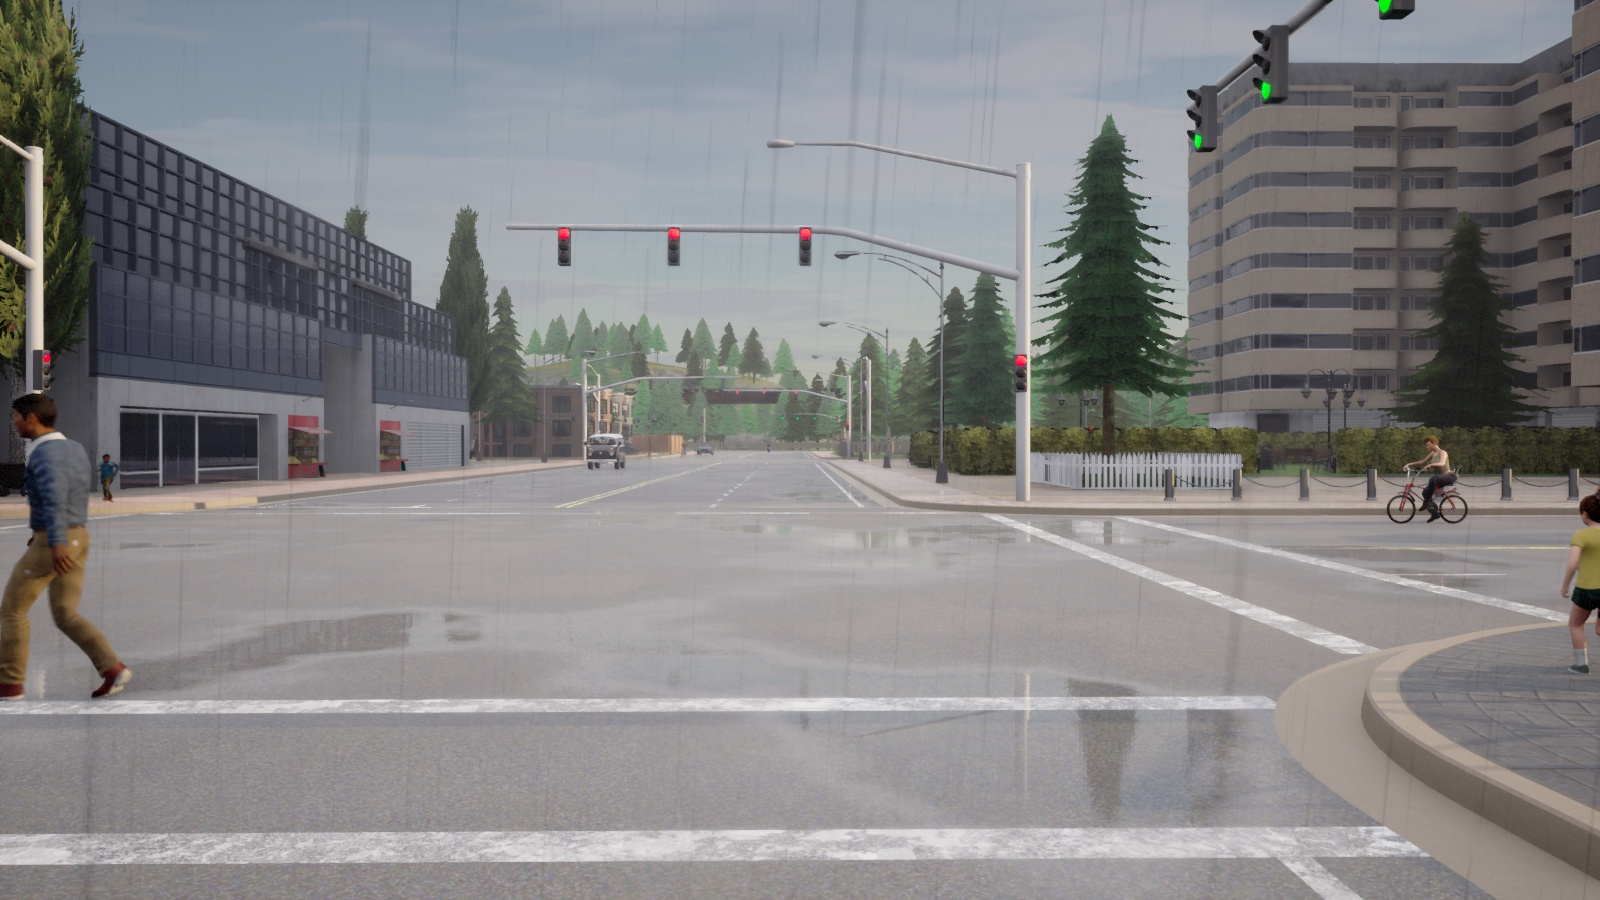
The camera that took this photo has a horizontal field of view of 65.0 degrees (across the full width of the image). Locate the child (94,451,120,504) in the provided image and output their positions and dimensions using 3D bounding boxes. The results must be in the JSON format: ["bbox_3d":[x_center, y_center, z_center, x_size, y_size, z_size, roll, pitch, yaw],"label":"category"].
[{"bbox_3d":[-15.625,0.613,28.327,0.343,1.192,0.448,0,0,-3],"label":"child"}]

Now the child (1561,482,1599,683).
[{"bbox_3d":[4.596,0.748,7.204,0.255,1.110,0.394,0,0,8],"label":"child"}]

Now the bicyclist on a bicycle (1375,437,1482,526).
[{"bbox_3d":[11.464,0.563,22.946,1.509,1.612,0.866,0,0,0],"label":"bicyclist on a bicycle"}]

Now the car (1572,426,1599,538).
[{"bbox_3d":[14.889,0.507,19.479,4.553,1.767,2.097,0,0,0],"label":"car"}]

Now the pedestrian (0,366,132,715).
[{"bbox_3d":[-4.352,0.503,7.232,0.788,1.949,0.423,0,0,-3],"label":"pedestrian"}]

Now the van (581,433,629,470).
[{"bbox_3d":[-11.057,0.057,71.631,2.069,2.038,4.480,0,0,0],"label":"van"}]
